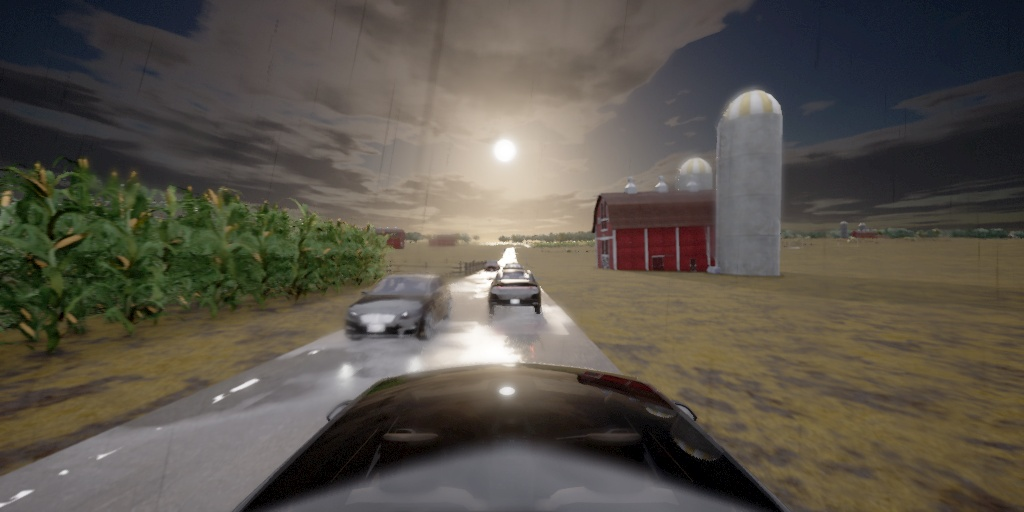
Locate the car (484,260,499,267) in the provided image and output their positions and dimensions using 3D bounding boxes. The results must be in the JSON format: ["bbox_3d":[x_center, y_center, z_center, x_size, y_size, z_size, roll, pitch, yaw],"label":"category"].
[{"bbox_3d":[-2.822,1.327,51.486,2.097,1.767,4.553,0,0,0],"label":"car"}]

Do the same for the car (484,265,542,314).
[{"bbox_3d":[0.099,1.267,14.020,2.128,1.511,4.902,0,0,0],"label":"car"}]

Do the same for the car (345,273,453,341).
[{"bbox_3d":[-2.848,1.256,9.987,2.128,1.511,4.902,0,0,0],"label":"car"}]

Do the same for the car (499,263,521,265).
[{"bbox_3d":[0.102,1.341,32.372,1.882,1.535,5.008,0,0,0],"label":"car"}]
